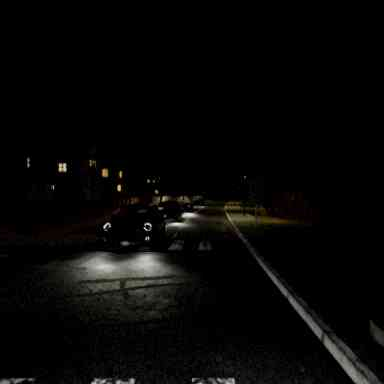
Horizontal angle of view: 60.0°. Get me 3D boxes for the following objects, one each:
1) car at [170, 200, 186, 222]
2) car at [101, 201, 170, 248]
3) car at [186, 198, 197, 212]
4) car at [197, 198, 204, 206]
[{"bbox_3d":[-1.788,1.484,26.484,1.837,1.490,4.892,0,0,4],"label":"car"},{"bbox_3d":[-2.404,1.328,14.641,2.097,1.767,4.553,0,0,2],"label":"car"},{"bbox_3d":[-0.854,1.619,38.671,1.895,1.301,4.718,0,0,5],"label":"car"},{"bbox_3d":[1.005,1.646,55.601,2.033,1.411,5.357,0,0,7],"label":"car"}]
